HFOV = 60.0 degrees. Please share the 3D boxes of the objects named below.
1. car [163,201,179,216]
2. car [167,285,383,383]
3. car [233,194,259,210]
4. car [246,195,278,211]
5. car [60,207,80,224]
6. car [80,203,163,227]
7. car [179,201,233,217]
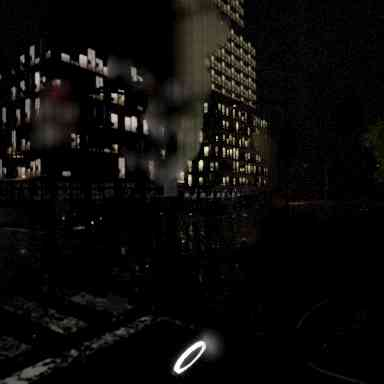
[{"bbox_3d":[-1.284,1.649,33.575,2.033,1.411,5.357,-1,-1,37],"label":"car"},{"bbox_3d":[1.966,1.352,2.282,4.553,1.767,2.097,0,0,36],"label":"car"},{"bbox_3d":[7.581,1.329,45.332,2.150,2.045,5.566,-1,1,37],"label":"car"},{"bbox_3d":[9.298,1.558,42.211,2.128,1.511,4.902,-1,0,37],"label":"car"},{"bbox_3d":[-7.533,1.581,25.275,2.128,1.511,4.902,-1,-1,37],"label":"car"},{"bbox_3d":[-4.796,1.591,23.510,2.033,1.411,5.357,-1,-1,37],"label":"car"},{"bbox_3d":[1.461,1.603,31.825,2.033,1.411,5.357,-1,-1,37],"label":"car"}]
